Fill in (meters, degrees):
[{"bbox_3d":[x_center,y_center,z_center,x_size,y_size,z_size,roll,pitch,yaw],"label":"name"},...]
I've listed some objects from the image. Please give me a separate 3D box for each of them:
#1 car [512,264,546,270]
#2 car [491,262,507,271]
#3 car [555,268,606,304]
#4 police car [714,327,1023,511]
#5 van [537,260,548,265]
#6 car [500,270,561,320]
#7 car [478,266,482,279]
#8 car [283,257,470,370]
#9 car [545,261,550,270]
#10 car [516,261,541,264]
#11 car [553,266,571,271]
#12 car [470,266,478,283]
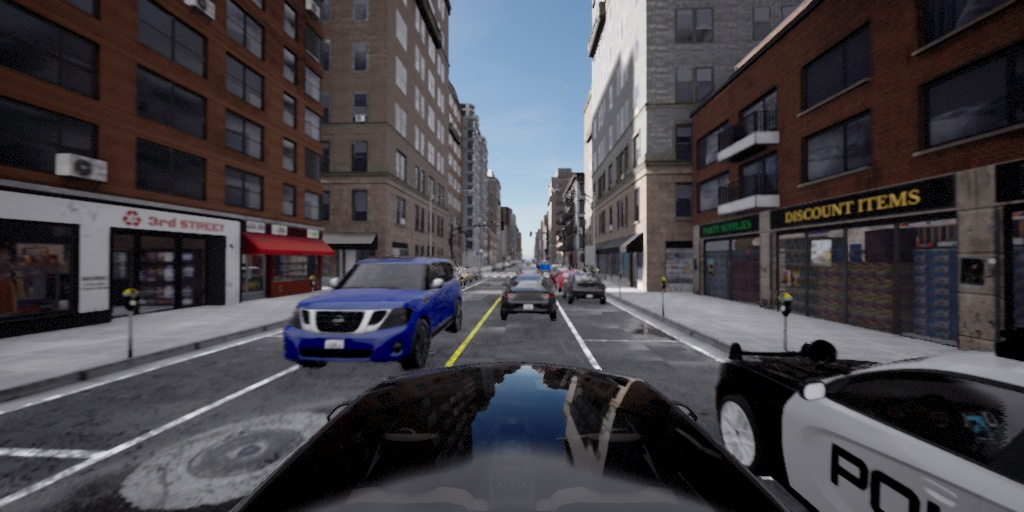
[{"bbox_3d":[1.162,1.496,24.260,1.812,1.442,4.674,0,-1,3],"label":"car"},{"bbox_3d":[-2.497,1.867,61.107,2.007,1.370,4.403,0,0,3],"label":"car"},{"bbox_3d":[3.344,1.456,17.134,2.007,1.370,4.403,0,0,3],"label":"car"},{"bbox_3d":[2.954,1.181,1.839,1.930,1.638,5.238,0,-1,3],"label":"police car"},{"bbox_3d":[5.519,1.669,60.716,1.690,1.789,3.998,0,0,3],"label":"van"},{"bbox_3d":[0.605,1.386,13.040,1.812,1.442,4.674,0,-1,3],"label":"car"},{"bbox_3d":[-3.846,1.605,34.060,2.007,1.370,4.403,0,0,3],"label":"car"},{"bbox_3d":[-2.590,1.030,8.272,2.150,2.045,5.566,0,-1,3],"label":"car"},{"bbox_3d":[3.894,1.452,28.158,1.967,1.591,4.097,0,0,3],"label":"car"},{"bbox_3d":[1.582,1.528,34.677,1.801,1.575,5.366,0,-1,3],"label":"car"},{"bbox_3d":[3.619,1.541,22.646,1.802,1.307,4.207,0,0,3],"label":"car"},{"bbox_3d":[-4.130,1.527,28.379,1.751,1.417,4.829,0,0,3],"label":"car"}]
